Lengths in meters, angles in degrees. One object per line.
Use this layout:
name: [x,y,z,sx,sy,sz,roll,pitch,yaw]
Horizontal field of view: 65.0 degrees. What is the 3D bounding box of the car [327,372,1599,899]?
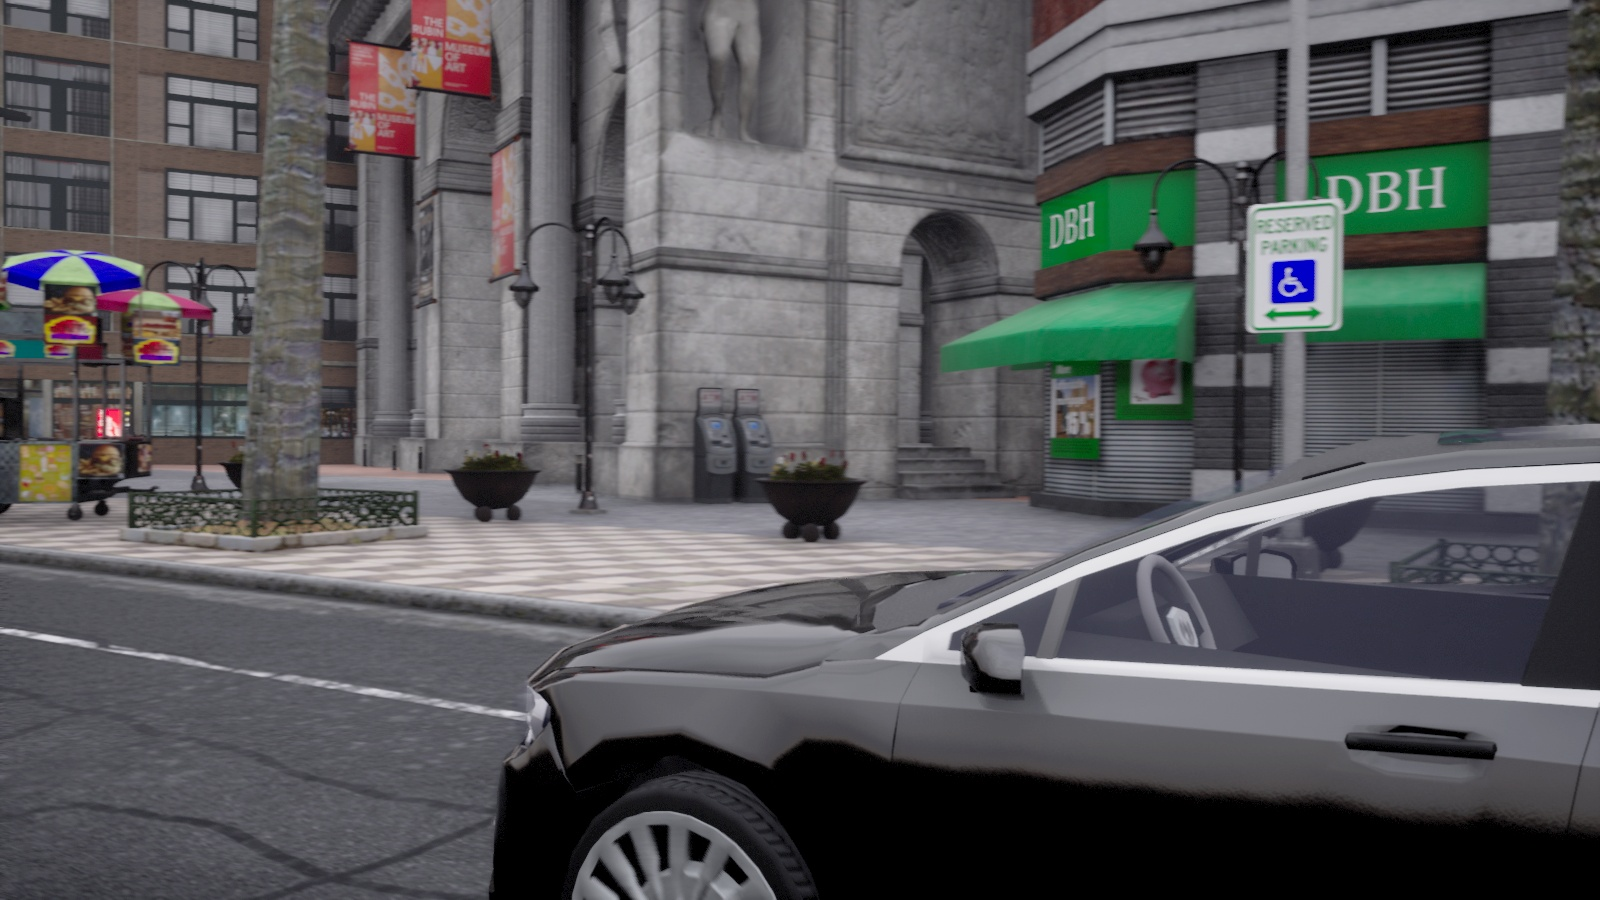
car: [1.476,0.636,2.641,4.902,1.511,2.128,0,1,33]
